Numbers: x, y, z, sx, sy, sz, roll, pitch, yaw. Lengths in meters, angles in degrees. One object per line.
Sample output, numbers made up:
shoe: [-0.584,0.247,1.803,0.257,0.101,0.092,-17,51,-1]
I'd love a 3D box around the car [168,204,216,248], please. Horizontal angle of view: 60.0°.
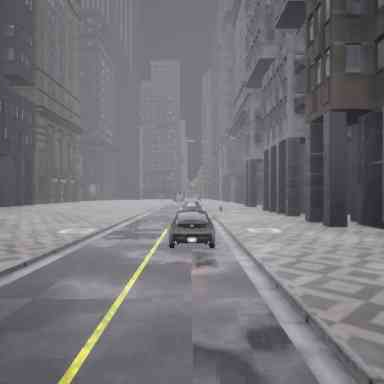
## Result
car: [0.000,1.512,14.650,1.837,1.490,4.892,0,0,0]

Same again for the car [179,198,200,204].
car: [0.000,1.539,29.651,1.812,1.442,4.674,0,0,0]

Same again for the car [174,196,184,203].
car: [-3.000,1.609,76.773,2.097,1.767,4.553,0,0,0]
